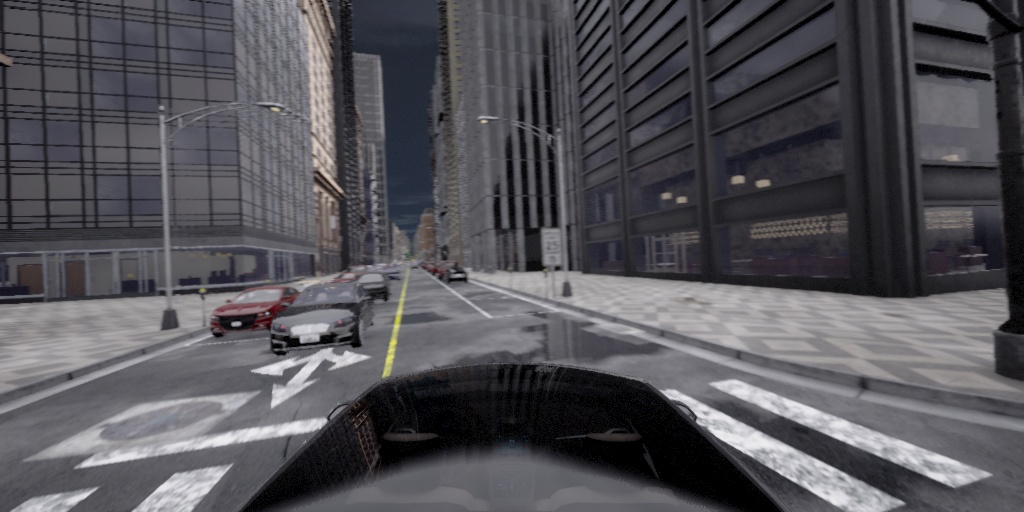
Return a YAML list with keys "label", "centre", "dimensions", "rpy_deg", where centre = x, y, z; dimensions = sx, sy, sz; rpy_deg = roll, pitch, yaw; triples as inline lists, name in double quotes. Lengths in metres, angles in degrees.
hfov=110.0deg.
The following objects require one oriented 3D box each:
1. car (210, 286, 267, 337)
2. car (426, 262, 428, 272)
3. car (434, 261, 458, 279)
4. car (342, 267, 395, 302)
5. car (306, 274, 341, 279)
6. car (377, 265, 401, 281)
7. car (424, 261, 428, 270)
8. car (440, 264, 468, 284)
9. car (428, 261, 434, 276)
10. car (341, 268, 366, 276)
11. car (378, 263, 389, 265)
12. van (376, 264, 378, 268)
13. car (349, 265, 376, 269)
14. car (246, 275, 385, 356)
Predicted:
- label: "car"
  centre: [-8.436, 1.726, 12.362]
  dimensions: [1.888, 1.381, 4.507]
  rpy_deg: [0, 0, -16]
- label: "car"
  centre: [-12.503, 2.036, 57.979]
  dimensions: [1.802, 1.307, 4.207]
  rpy_deg: [0, 0, -16]
- label: "car"
  centre: [-6.372, 1.454, 36.334]
  dimensions: [2.192, 1.841, 5.009]
  rpy_deg: [0, 0, -16]
- label: "car"
  centre: [-7.721, 1.644, 19.784]
  dimensions: [1.882, 1.535, 5.008]
  rpy_deg: [-3, 0, -16]
- label: "car"
  centre: [-9.922, 1.794, 17.610]
  dimensions: [1.751, 1.417, 4.829]
  rpy_deg: [0, 0, -16]
- label: "car"
  centre: [-13.082, 2.007, 38.991]
  dimensions: [2.033, 1.411, 5.357]
  rpy_deg: [-3, 0, -15]
- label: "car"
  centre: [-14.036, 2.075, 63.390]
  dimensions: [1.888, 1.381, 4.507]
  rpy_deg: [0, 0, -16]
- label: "car"
  centre: [-4.840, 1.622, 30.922]
  dimensions: [1.948, 1.339, 4.313]
  rpy_deg: [0, 0, -16]
- label: "car"
  centre: [-9.438, 1.614, 47.156]
  dimensions: [2.192, 1.841, 5.009]
  rpy_deg: [0, 0, -16]
- label: "car"
  centre: [-13.034, 1.984, 28.597]
  dimensions: [1.888, 1.381, 4.507]
  rpy_deg: [0, 0, -16]
- label: "car"
  centre: [-20.698, 2.276, 55.656]
  dimensions: [1.967, 1.591, 4.097]
  rpy_deg: [0, 0, -16]
- label: "van"
  centre: [-16.099, 1.943, 39.421]
  dimensions: [1.690, 1.789, 3.998]
  rpy_deg: [0, 0, -16]
- label: "car"
  centre: [-14.566, 1.836, 34.009]
  dimensions: [2.192, 1.841, 5.009]
  rpy_deg: [0, 0, -16]
- label: "car"
  centre: [-4.894, 1.496, 9.837]
  dimensions: [2.128, 1.511, 4.902]
  rpy_deg: [-3, 0, -16]
